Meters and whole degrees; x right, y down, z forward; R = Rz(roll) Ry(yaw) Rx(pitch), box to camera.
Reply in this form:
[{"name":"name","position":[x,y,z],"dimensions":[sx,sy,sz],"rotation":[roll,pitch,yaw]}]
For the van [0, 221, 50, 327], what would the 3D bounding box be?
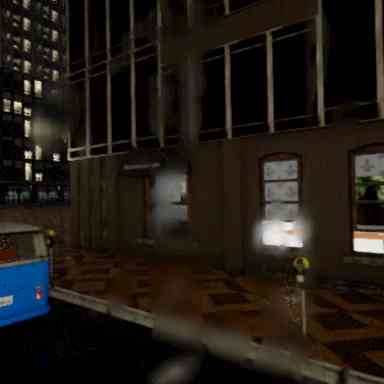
[{"name":"van","position":[-4.238,1.366,5.920],"dimensions":[3.998,1.788,1.690],"rotation":[0,-1,36]}]
